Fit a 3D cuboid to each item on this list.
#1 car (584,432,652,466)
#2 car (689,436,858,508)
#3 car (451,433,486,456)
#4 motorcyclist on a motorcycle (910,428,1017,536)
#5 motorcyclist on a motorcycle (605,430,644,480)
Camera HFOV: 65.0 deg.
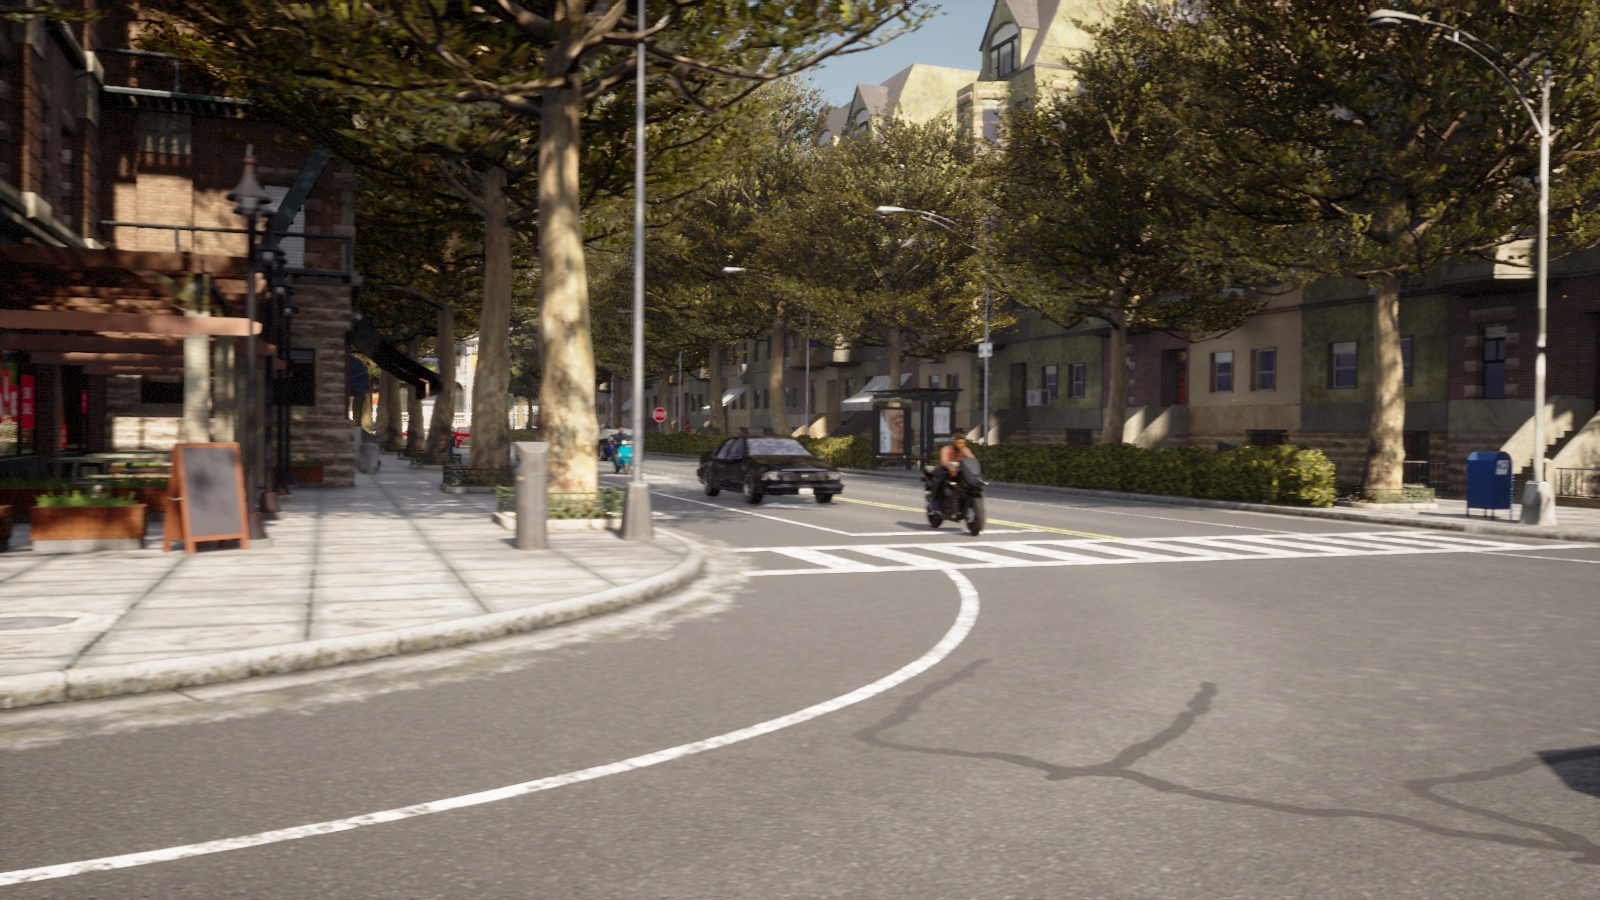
[{"bbox_3d":[-8.537,-0.062,58.540,2.163,1.488,4.792,-1,1,-21],"label":"car"},{"bbox_3d":[-0.727,0.402,27.762,2.033,1.411,5.357,-1,1,-21],"label":"car"},{"bbox_3d":[-23.064,-0.395,87.293,1.882,1.535,5.008,-1,1,-21],"label":"car"},{"bbox_3d":[2.453,0.442,19.094,0.797,1.523,2.044,-1,2,-18],"label":"motorcyclist on a motorcycle"},{"bbox_3d":[-5.773,0.143,41.210,0.866,1.590,1.817,-1,1,-21],"label":"motorcyclist on a motorcycle"}]
